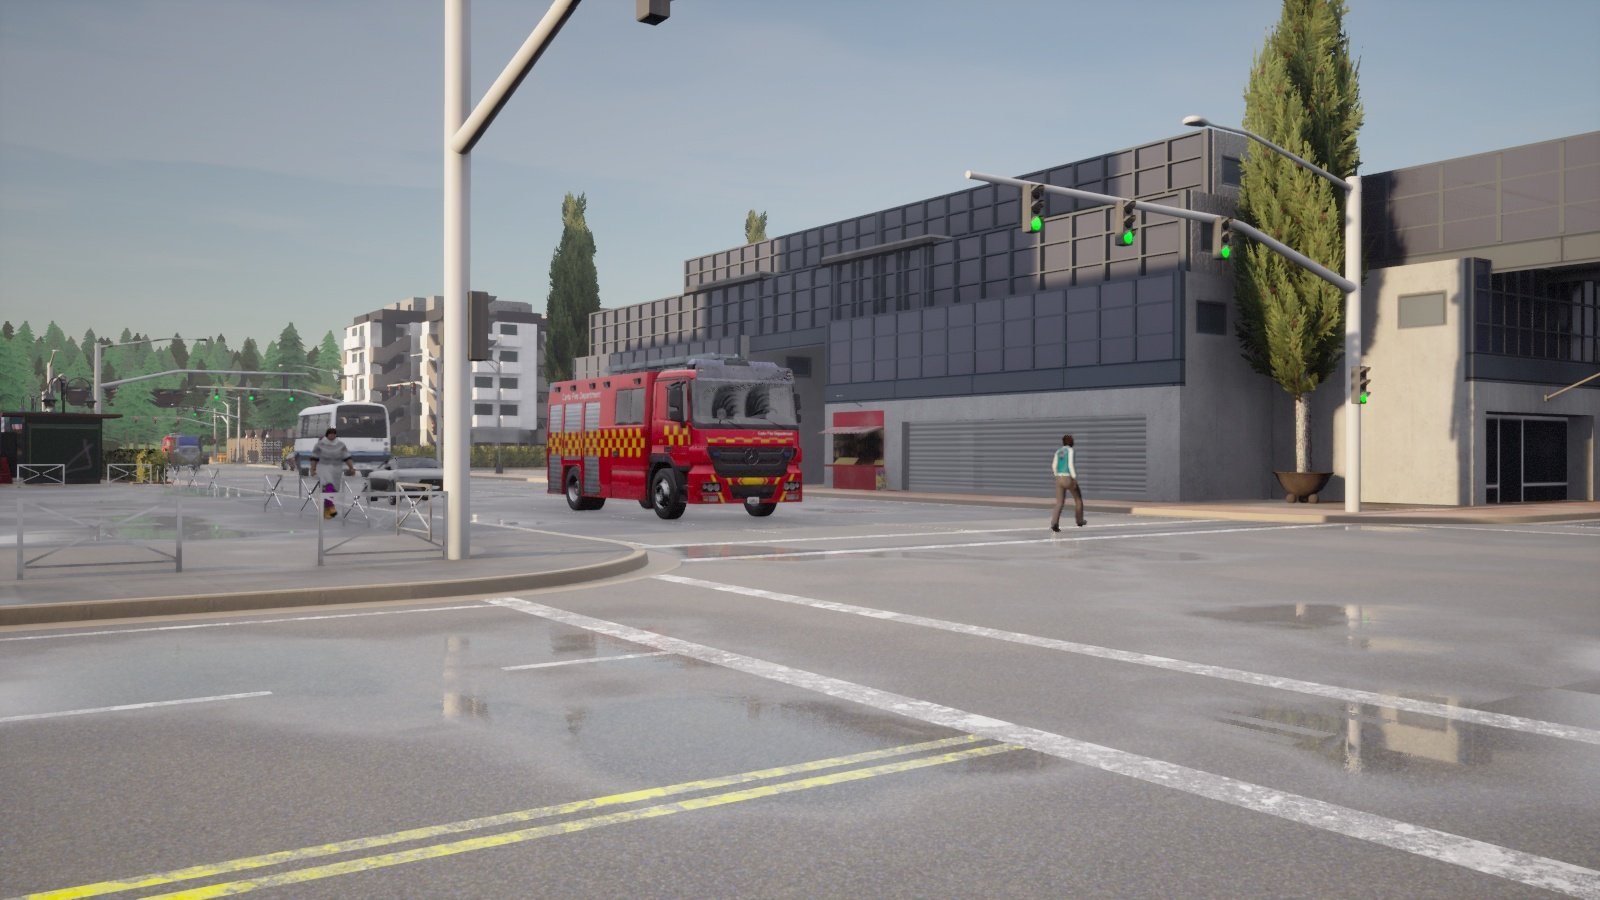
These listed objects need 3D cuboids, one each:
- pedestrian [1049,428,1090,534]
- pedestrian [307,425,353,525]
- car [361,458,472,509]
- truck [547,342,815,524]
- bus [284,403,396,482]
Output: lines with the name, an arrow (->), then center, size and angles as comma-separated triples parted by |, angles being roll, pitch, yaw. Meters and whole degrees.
pedestrian -> 5.030, 0.570, 23.441 | 0.692, 1.930, 0.396 | 0, 0, -41
pedestrian -> -9.345, 0.484, 24.972 | 0.659, 1.952, 0.873 | 0, 0, -35
car -> -11.228, 0.922, 36.610 | 1.994, 1.385, 4.181 | 0, 0, -33
truck -> -3.203, -0.338, 30.756 | 2.891, 3.827, 8.468 | 0, 0, -33
bus -> -27.182, -0.393, 73.799 | 3.944, 4.253, 10.273 | 0, 0, -33
